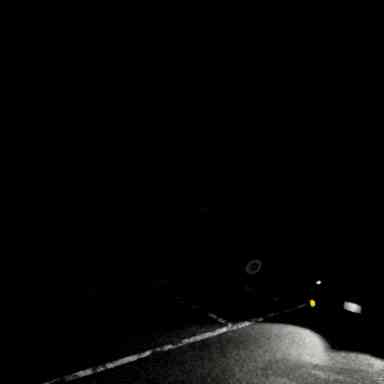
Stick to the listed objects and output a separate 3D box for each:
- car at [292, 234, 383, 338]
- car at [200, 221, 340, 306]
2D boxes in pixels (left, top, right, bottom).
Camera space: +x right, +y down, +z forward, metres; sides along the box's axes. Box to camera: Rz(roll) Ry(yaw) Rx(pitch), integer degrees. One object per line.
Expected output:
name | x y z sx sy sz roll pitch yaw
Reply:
car | 4.099 1.610 6.278 4.181 1.385 1.994 1 0 -35
car | 2.150 1.482 8.086 4.097 1.590 1.967 0 0 -35
